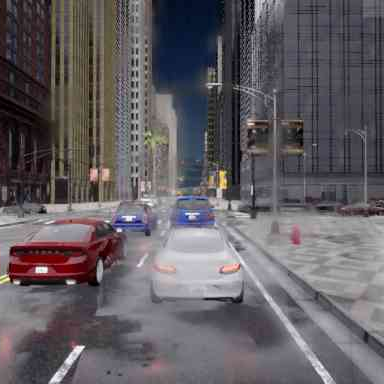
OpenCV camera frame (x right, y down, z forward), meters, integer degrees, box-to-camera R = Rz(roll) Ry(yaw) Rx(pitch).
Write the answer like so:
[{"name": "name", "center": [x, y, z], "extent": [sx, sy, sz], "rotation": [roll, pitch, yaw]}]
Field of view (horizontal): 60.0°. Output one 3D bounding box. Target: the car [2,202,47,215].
[{"name": "car", "center": [-17.767, 1.757, 35.432], "extent": [4.181, 1.385, 1.994], "rotation": [0, -1, 0]}]

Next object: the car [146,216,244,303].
[{"name": "car", "center": [0.105, 1.534, 8.073], "extent": [1.812, 1.442, 4.674], "rotation": [0, 0, 0]}]

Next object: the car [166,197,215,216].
[{"name": "car", "center": [0.041, 1.257, 17.775], "extent": [2.150, 2.045, 5.566], "rotation": [0, 0, 1]}]

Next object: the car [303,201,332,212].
[{"name": "car", "center": [15.217, 1.662, 38.687], "extent": [4.313, 1.339, 1.947], "rotation": [0, 0, -1]}]

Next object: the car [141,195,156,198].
[{"name": "car", "center": [-6.556, 1.452, 50.972], "extent": [2.150, 2.045, 5.566], "rotation": [0, 0, 0]}]

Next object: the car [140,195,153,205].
[{"name": "car", "center": [-9.690, 1.609, 71.414], "extent": [2.150, 2.045, 5.566], "rotation": [0, 0, 0]}]

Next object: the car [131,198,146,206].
[{"name": "car", "center": [-9.768, 1.826, 60.840], "extent": [1.812, 1.442, 4.674], "rotation": [0, 0, 1]}]

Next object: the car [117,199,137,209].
[{"name": "car", "center": [-9.805, 1.778, 50.931], "extent": [2.033, 1.411, 5.357], "rotation": [0, 0, 0]}]

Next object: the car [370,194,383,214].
[{"name": "car", "center": [22.646, 1.258, 36.044], "extent": [5.566, 2.045, 2.150], "rotation": [0, -1, -1]}]

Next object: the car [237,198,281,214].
[{"name": "car", "center": [7.111, 1.444, 35.815], "extent": [4.553, 1.767, 2.097], "rotation": [0, -1, -1]}]

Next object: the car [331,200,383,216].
[{"name": "car", "center": [15.340, 1.577, 30.163], "extent": [4.206, 1.307, 1.802], "rotation": [0, 0, -1]}]

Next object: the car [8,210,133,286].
[{"name": "car", "center": [-3.144, 1.489, 9.445], "extent": [1.882, 1.535, 5.008], "rotation": [0, 0, 0]}]

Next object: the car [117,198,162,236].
[{"name": "car", "center": [-3.135, 1.391, 18.672], "extent": [2.097, 1.767, 4.553], "rotation": [0, 0, 0]}]

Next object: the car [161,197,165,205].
[{"name": "car", "center": [-6.519, 1.804, 60.684], "extent": [1.837, 1.490, 4.892], "rotation": [0, 0, 1]}]

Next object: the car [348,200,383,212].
[{"name": "car", "center": [20.857, 1.643, 38.770], "extent": [4.313, 1.339, 1.947], "rotation": [0, 0, -1]}]
